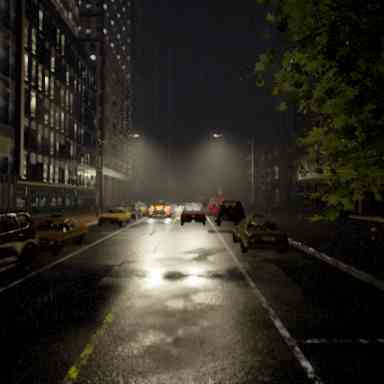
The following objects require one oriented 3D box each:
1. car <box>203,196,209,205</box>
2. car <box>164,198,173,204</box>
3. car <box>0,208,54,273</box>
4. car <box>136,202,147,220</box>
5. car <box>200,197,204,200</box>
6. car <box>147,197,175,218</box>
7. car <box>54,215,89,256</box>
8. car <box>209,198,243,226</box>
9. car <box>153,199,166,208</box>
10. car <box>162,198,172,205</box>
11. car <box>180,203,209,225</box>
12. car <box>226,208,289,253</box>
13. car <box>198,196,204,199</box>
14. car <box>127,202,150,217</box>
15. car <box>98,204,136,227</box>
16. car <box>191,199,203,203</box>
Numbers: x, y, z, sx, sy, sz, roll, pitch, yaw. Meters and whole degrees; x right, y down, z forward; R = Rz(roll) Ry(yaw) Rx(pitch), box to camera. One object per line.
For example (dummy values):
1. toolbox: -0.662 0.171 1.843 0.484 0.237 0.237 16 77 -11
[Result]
1. car: 2.718 1.589 36.028 2.192 1.841 5.009 1 0 0
2. car: -5.651 2.153 80.392 1.802 1.307 4.206 1 0 0
3. car: -5.673 1.382 8.299 2.192 1.841 5.009 1 0 0
4. car: -5.669 1.800 30.482 1.947 1.339 4.313 1 0 0
5. car: 2.722 1.993 58.209 1.947 1.339 4.313 1 0 0
6. car: -3.086 1.606 33.237 2.097 1.767 4.553 0 0 0
7. car: -5.674 1.633 13.673 1.752 1.417 4.829 1 0 0
8. car: 2.713 1.508 24.936 2.192 1.841 5.009 1 0 0
9. car: -5.658 1.993 58.209 1.947 1.339 4.313 1 0 0
10. car: -5.653 2.102 74.847 1.947 1.339 4.313 1 0 0
11. car: 0.099 1.799 25.682 1.895 1.301 4.718 0 0 0
12. car: 2.707 1.636 14.012 1.752 1.417 4.829 1 0 0
13. car: 2.738 1.956 91.486 2.192 1.841 5.009 1 0 0
14. car: -5.666 1.798 35.857 1.752 1.417 4.829 1 0 0
15. car: -5.670 1.717 24.764 1.752 1.417 4.829 1 0 0
16. car: 0.091 1.902 39.903 1.895 1.301 4.718 0 0 0
